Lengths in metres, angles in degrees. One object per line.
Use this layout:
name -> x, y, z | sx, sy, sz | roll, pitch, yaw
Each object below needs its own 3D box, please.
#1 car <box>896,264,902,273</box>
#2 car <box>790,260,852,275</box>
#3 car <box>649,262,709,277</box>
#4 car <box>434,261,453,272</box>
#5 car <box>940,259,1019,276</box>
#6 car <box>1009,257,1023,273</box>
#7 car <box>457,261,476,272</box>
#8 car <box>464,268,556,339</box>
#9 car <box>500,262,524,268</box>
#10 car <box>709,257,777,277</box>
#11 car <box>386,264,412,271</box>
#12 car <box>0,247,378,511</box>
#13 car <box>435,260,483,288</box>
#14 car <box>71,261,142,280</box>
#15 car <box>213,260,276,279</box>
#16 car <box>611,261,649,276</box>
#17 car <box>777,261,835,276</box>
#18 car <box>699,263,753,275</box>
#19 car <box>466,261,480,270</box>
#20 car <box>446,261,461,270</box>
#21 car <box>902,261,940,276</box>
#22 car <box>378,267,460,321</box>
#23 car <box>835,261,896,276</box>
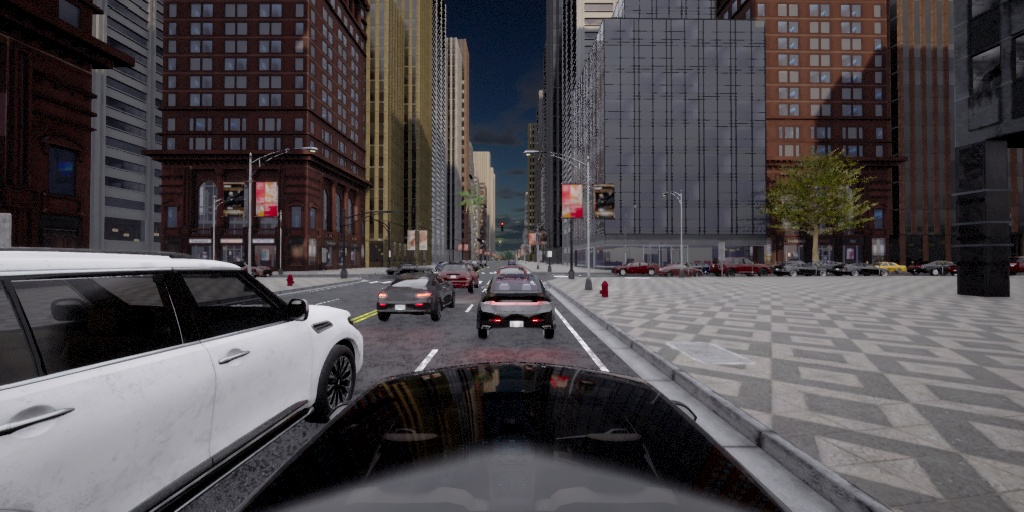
car -> 43.191, 1.296, 41.937 | 4.829, 1.417, 1.751 | 0, 0, -1
car -> 33.578, 1.251, 39.023 | 4.902, 1.511, 2.128 | 0, -1, -1
car -> 15.302, 1.328, 32.966 | 4.207, 1.307, 1.802 | 0, 0, -1
car -> -9.860, 1.496, 51.950 | 1.812, 1.442, 4.674 | 0, 0, 0
car -> 43.491, 1.214, 33.416 | 4.507, 1.381, 1.888 | 0, 0, -1
car -> 49.129, 0.973, 33.506 | 5.009, 1.841, 2.192 | 0, 0, -1
car -> -6.619, 1.463, 52.227 | 2.128, 1.511, 4.902 | 0, 0, 0
car -> 0.095, 1.249, 10.103 | 2.128, 1.511, 4.902 | 0, 0, 0
car -> -0.009, 1.260, 19.603 | 1.882, 1.535, 5.008 | 0, 0, 0
car -> 20.941, 1.041, 33.056 | 5.009, 1.841, 2.192 | 0, 0, -1
car -> -10.362, 1.468, 36.495 | 4.718, 1.301, 1.895 | 0, 0, -21
car -> -3.155, 0.972, 2.635 | 2.150, 2.045, 5.566 | 0, 0, 0
car -> -3.158, 1.142, 21.394 | 2.097, 1.767, 4.553 | 0, 0, 0
car -> -39.494, 1.356, 34.993 | 4.553, 1.767, 2.097 | 0, -1, 0
car -> -26.029, 1.295, 34.985 | 4.553, 1.767, 2.097 | 0, -1, 0
car -> 13.251, 1.299, 38.719 | 5.008, 1.535, 1.882 | 0, -1, -2
car -> 26.578, 1.276, 33.146 | 4.313, 1.339, 1.948 | 0, 0, -1
car -> 23.168, 1.389, 38.864 | 4.718, 1.301, 1.895 | 0, -1, -1
car -> -6.603, 1.561, 61.326 | 1.812, 1.442, 4.674 | 0, 0, 0
car -> -9.853, 1.558, 60.873 | 1.812, 1.442, 4.674 | 0, 0, 0
car -> 42.839, 1.206, 36.032 | 4.892, 1.490, 1.837 | 0, -1, -1
car -> -3.155, 1.288, 12.414 | 1.812, 1.442, 4.674 | 0, 0, 0
car -> 32.215, 1.260, 33.236 | 4.313, 1.339, 1.948 | 0, 0, -1
